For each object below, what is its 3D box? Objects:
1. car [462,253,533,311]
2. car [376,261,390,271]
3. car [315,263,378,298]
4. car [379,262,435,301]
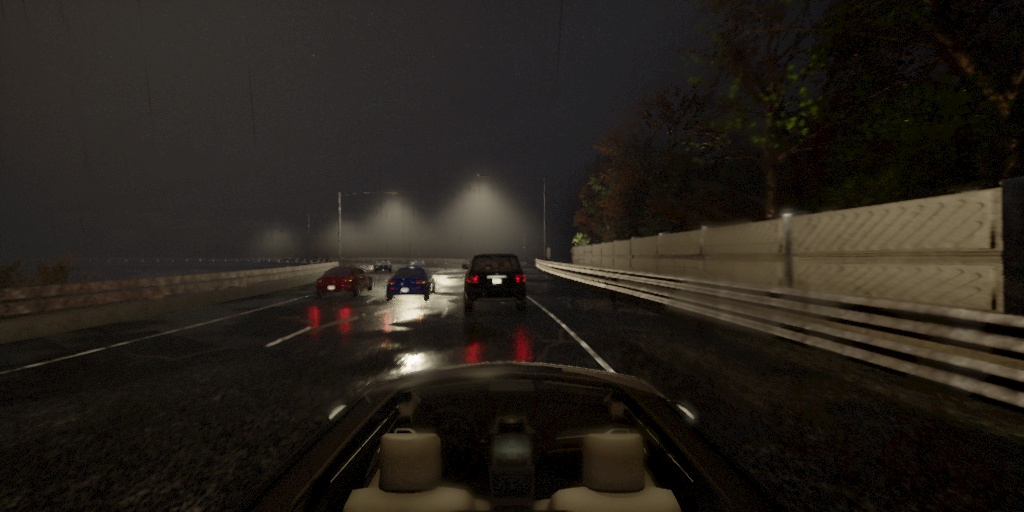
[{"bbox_3d":[-0.788,0.902,14.264,2.150,2.045,5.566,0,0,-7],"label":"car"},{"bbox_3d":[-14.740,1.219,40.894,1.895,1.301,4.718,-1,0,-21],"label":"car"},{"bbox_3d":[-8.427,1.235,18.283,1.812,1.442,4.674,0,0,-9],"label":"car"},{"bbox_3d":[-4.703,1.217,17.013,1.812,1.442,4.674,0,0,-8],"label":"car"}]
